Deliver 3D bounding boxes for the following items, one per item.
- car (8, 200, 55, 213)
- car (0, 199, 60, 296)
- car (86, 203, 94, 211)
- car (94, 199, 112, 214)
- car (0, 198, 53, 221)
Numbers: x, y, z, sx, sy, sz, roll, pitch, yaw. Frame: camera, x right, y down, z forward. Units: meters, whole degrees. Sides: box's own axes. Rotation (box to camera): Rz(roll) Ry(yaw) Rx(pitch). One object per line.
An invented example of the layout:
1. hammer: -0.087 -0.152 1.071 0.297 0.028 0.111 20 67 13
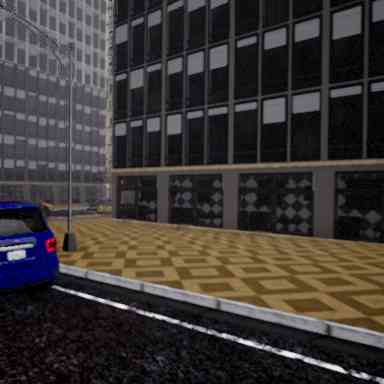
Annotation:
1. car: -19.235 1.679 40.054 1.752 1.417 4.829 0 0 36
2. car: -5.303 1.225 7.468 5.566 2.045 2.150 0 0 35
3. car: -12.053 1.772 45.397 1.837 1.490 4.892 1 0 37
4. car: -8.940 1.858 39.887 1.752 1.417 4.829 0 0 36
5. car: -15.741 1.547 30.678 2.192 1.841 5.009 0 0 36
